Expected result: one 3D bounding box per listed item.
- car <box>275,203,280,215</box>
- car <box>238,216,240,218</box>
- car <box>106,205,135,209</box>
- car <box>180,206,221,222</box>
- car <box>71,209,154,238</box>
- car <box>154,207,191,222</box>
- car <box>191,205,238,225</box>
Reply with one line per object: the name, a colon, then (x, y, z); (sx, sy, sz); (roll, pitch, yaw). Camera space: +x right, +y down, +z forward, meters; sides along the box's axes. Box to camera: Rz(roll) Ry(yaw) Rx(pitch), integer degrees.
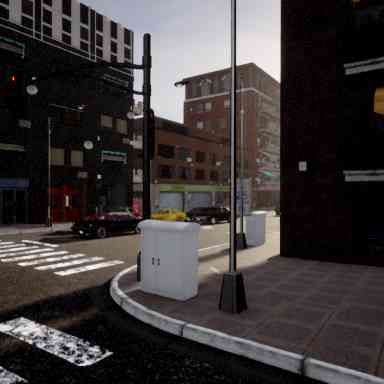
car: (13.119, 2.090, 45.122); (2.150, 2.045, 5.566); (0, -1, 35)
car: (3.935, 2.153, 36.609); (1.752, 1.417, 4.829); (-1, -2, 35)
car: (-5.449, 1.758, 23.162); (1.967, 1.590, 4.097); (-1, -2, 35)
car: (0.871, 2.092, 32.218); (1.947, 1.339, 4.313); (-1, -2, 35)
car: (-4.699, 1.881, 19.684); (1.895, 1.301, 4.718); (0, -1, 35)
car: (-2.386, 1.944, 27.550); (1.752, 1.417, 4.829); (-1, -2, 35)
car: (1.888, 2.001, 29.126); (1.837, 1.490, 4.892); (0, -1, 35)
